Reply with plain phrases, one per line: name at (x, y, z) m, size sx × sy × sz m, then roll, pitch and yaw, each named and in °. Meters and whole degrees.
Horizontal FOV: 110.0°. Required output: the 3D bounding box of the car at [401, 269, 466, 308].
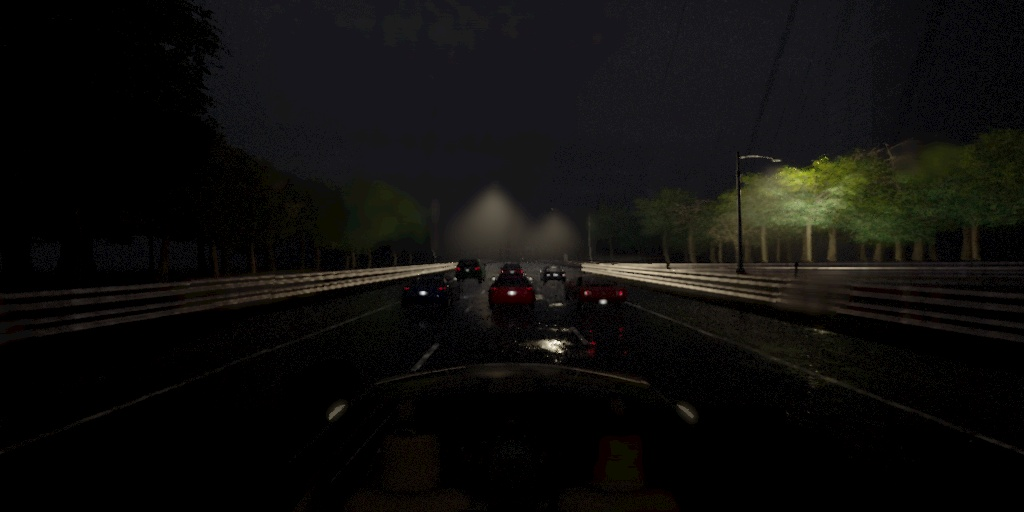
car at (-3.498, 1.449, 16.147) m, size 1.994 × 1.385 × 4.181 m, roll 0°, pitch 0°, yaw 0°

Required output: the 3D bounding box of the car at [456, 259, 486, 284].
car at (-3.506, 1.233, 30.855) m, size 2.150 × 2.045 × 5.566 m, roll 0°, pitch 0°, yaw 0°

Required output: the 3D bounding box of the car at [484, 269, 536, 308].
car at (0.002, 1.449, 16.151) m, size 1.994 × 1.385 × 4.181 m, roll 0°, pitch 0°, yaw 0°

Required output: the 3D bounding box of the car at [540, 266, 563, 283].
car at (3.494, 1.563, 30.839) m, size 2.033 × 1.411 × 5.357 m, roll 0°, pitch 0°, yaw 0°

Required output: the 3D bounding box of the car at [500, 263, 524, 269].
car at (-0.003, 1.367, 30.929) m, size 2.097 × 1.767 × 4.553 m, roll 0°, pitch -1°, yaw 0°

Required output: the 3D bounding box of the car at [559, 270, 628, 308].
car at (3.499, 1.483, 15.959) m, size 1.895 × 1.301 × 4.718 m, roll 0°, pitch 0°, yaw 0°
